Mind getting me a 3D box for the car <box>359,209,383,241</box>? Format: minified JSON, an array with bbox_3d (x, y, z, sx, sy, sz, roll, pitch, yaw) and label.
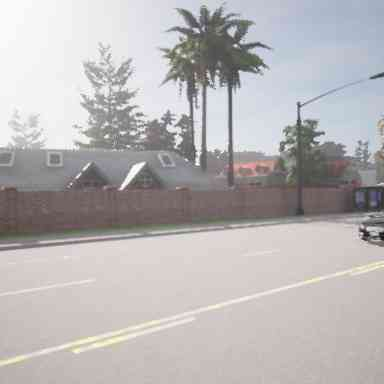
[{"bbox_3d":[9.494,1.455,15.121,4.902,1.511,2.128,0,0,-36],"label":"car"}]
